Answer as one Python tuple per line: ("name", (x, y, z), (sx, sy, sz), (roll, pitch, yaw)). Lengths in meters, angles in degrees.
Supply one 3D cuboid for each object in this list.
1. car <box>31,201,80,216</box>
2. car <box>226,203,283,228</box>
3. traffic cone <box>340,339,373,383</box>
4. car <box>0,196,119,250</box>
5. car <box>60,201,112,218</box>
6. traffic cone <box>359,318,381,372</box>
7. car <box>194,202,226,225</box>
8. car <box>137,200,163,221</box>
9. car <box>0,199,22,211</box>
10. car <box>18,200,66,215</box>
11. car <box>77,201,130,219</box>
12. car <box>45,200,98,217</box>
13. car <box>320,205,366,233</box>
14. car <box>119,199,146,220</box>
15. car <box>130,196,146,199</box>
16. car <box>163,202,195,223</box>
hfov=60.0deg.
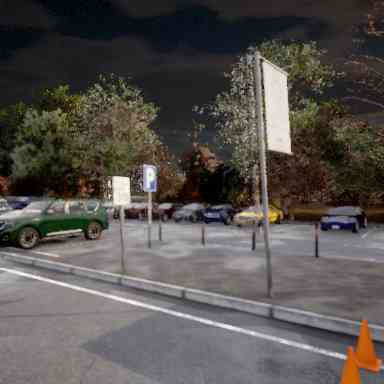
("car", (-15.558, 1.787, 38.077), (2.163, 1.488, 4.792), (0, 0, 35))
("car", (4.742, 1.569, 23.521), (1.946, 1.575, 5.366), (-1, 0, 35))
("traffic cone", (1.709, 1.963, 3.580), (0.340, 0.580, 0.340), (-1, 0, 35))
("car", (-6.545, 1.352, 15.678), (2.435, 2.045, 5.566), (-1, 0, 35))
("car", (-11.015, 1.723, 34.892), (2.097, 1.535, 5.008), (0, 0, 35))
("traffic cone", (2.286, 1.963, 4.393), (0.340, 0.580, 0.340), (-1, 0, 36))
("car", (2.600, 1.624, 25.300), (2.163, 1.488, 4.792), (-1, 0, 35))
("car", (-1.944, 1.638, 28.487), (2.097, 1.535, 5.008), (-1, 0, 35))
("car", (-26.769, 1.775, 46.274), (1.946, 1.575, 5.366), (0, 0, 35))
("car", (-17.796, 1.795, 39.732), (2.163, 1.488, 4.792), (0, 0, 35))
("car", (-8.747, 1.705, 33.287), (2.231, 1.521, 4.892), (-1, 0, 35))
("car", (-13.172, 1.738, 36.651), (1.946, 1.575, 5.366), (0, 0, 35))
("car", (9.364, 1.558, 20.442), (2.163, 1.488, 4.792), (-1, 0, 35))
("car", (-4.210, 1.660, 30.090), (2.097, 1.535, 5.008), (-1, 0, 35))
("car", (-6.497, 1.431, 31.667), (2.435, 2.045, 5.566), (-1, 0, 35))
("car", (0.322, 1.617, 26.884), (2.231, 1.521, 4.892), (-1, 0, 35))
